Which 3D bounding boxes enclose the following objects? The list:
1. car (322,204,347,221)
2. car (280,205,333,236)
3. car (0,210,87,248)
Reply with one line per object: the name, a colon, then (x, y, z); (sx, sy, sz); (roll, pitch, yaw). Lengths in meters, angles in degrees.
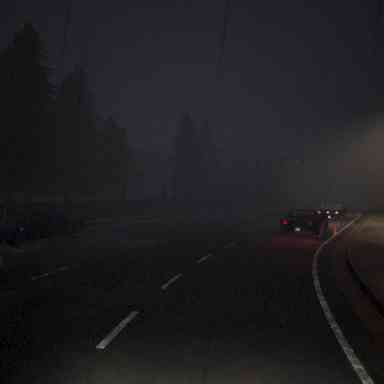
car: (11.506, 1.601, 27.269); (1.895, 1.301, 4.718); (0, 0, 31)
car: (6.466, 1.601, 18.755); (1.895, 1.301, 4.718); (0, 0, 30)
car: (-7.231, 1.547, 15.351); (2.033, 1.411, 5.357); (0, 0, 23)
